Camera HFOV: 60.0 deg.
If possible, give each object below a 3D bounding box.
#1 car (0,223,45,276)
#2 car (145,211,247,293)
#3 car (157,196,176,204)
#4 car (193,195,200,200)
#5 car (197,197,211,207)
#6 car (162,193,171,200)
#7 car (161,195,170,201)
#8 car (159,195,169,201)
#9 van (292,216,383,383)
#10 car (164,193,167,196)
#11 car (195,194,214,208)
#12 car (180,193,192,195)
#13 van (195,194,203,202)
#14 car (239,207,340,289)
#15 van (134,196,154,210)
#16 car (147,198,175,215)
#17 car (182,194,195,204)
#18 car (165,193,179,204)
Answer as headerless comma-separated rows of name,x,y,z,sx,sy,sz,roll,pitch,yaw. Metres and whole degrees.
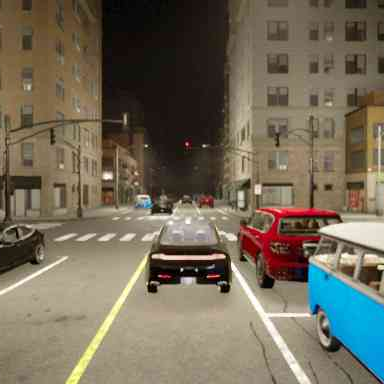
car,-5.514,1.561,8.980,1.947,1.339,4.313,0,0,-1
car,-0.071,1.487,8.813,2.128,1.511,4.902,0,0,0
car,-3.598,1.572,47.150,1.895,1.301,4.718,0,0,-1
car,1.214,1.466,89.892,1.752,1.417,4.829,0,0,-1
car,1.872,1.519,51.884,2.008,1.369,4.403,0,0,-1
car,-6.842,1.256,89.589,2.192,1.841,5.009,0,0,-1
car,-6.755,1.510,84.183,1.947,1.339,4.313,0,0,-1
car,-6.668,1.499,78.778,2.008,1.369,4.403,0,0,-1
van,2.600,1.339,3.601,1.690,1.788,3.998,0,0,-1
car,-6.578,1.478,73.203,1.752,1.417,4.829,0,0,-1
car,1.965,1.287,46.479,2.192,1.841,5.009,0,0,-1
car,-1.234,1.490,76.643,2.033,1.411,5.357,0,0,-1
van,1.497,1.294,73.506,1.690,1.788,3.998,0,0,-1
car,2.510,1.310,9.112,2.192,1.841,5.009,0,0,-1
van,-6.058,1.316,40.939,1.690,1.788,3.998,0,0,-1
car,-3.052,1.544,32.441,1.994,1.385,4.181,0,0,-9
car,-0.891,1.562,61.663,1.895,1.301,4.718,0,0,-1
car,-3.822,1.485,63.991,1.812,1.442,4.674,0,0,0
